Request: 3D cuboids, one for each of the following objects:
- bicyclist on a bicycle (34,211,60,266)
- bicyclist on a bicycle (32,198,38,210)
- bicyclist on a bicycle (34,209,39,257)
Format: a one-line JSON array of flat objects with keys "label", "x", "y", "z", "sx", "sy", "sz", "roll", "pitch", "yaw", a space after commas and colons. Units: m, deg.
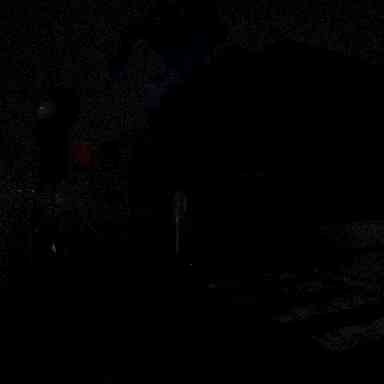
[{"label": "bicyclist on a bicycle", "x": -4.734, "y": 1.581, "z": 11.156, "sx": 0.659, "sy": 1.776, "sz": 1.843, "roll": -10, "pitch": -2, "yaw": -27}, {"label": "bicyclist on a bicycle", "x": -17.458, "y": 1.482, "z": 37.018, "sx": 0.582, "sy": 1.620, "sz": 1.656, "roll": 1, "pitch": 0, "yaw": -26}, {"label": "bicyclist on a bicycle", "x": -5.262, "y": 1.675, "z": 11.964, "sx": 0.866, "sy": 1.612, "sz": 1.509, "roll": 9, "pitch": 4, "yaw": -22}]
